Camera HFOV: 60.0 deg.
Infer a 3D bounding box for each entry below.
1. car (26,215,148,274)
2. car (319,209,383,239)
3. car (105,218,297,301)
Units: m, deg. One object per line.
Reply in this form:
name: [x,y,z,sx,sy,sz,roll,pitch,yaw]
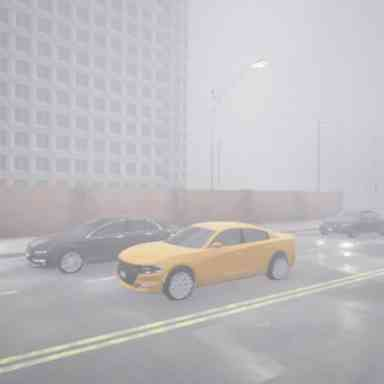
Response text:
car: [-2.594,1.535,10.676,4.892,1.490,1.837,0,0,-34]
car: [9.144,1.712,18.652,4.674,1.442,1.812,1,0,-34]
car: [0.570,1.528,8.599,5.008,1.535,1.882,1,0,-35]
